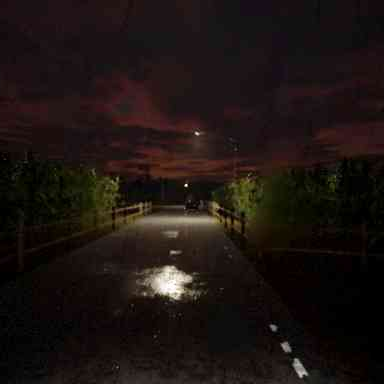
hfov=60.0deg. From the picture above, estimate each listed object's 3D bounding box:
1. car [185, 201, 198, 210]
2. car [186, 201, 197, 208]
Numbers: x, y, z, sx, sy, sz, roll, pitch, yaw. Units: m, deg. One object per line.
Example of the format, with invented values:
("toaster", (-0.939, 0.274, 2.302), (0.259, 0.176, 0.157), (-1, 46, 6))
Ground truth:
("car", (-0.011, 2.105, 52.008), (1.994, 1.385, 4.181), (0, -1, 0))
("car", (-0.014, 2.309, 62.051), (1.994, 1.385, 4.181), (0, -1, 0))
